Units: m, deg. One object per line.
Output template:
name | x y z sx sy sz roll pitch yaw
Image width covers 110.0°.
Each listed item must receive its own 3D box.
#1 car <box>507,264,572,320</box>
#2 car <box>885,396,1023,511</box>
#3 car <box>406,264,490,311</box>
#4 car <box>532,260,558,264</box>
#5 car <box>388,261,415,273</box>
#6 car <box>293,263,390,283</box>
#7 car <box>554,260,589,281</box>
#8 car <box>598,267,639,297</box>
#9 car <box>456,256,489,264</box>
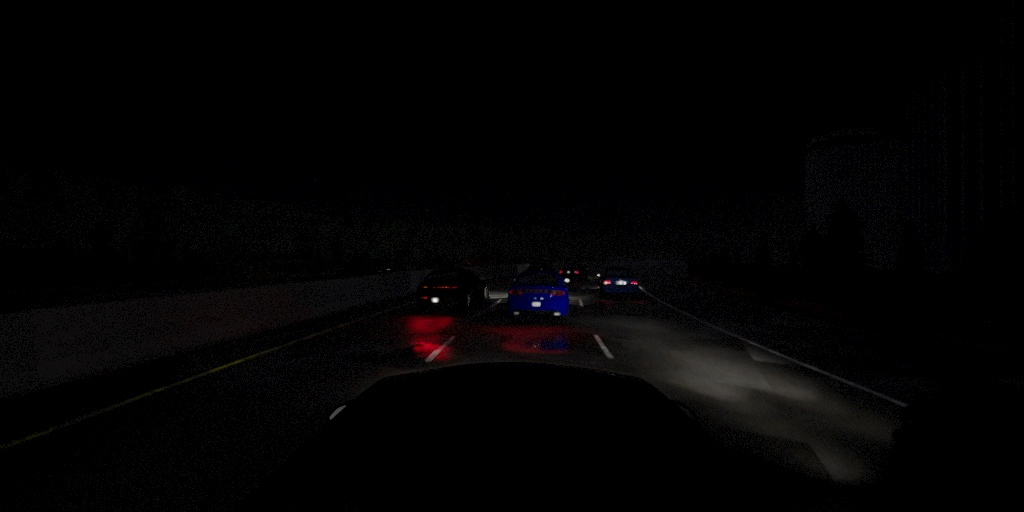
car | 1.006 1.220 12.679 1.882 1.535 5.008 0 0 7
car | 3.698 1.262 0.591 2.128 1.511 4.902 0 0 -1
car | -2.259 1.235 14.496 1.837 1.490 4.892 0 0 8
car | 2.596 1.288 33.150 1.812 1.442 4.674 0 0 20
car | -11.511 1.229 35.772 1.837 1.490 4.892 0 0 20
car | -8.863 1.255 18.822 2.033 1.411 5.357 0 0 11
car | 5.277 1.313 30.476 2.033 1.411 5.357 0 0 20
car | 5.658 1.305 19.240 2.033 1.411 5.357 0 0 13
car | -4.719 0.988 43.402 2.150 2.045 5.566 0 0 25
